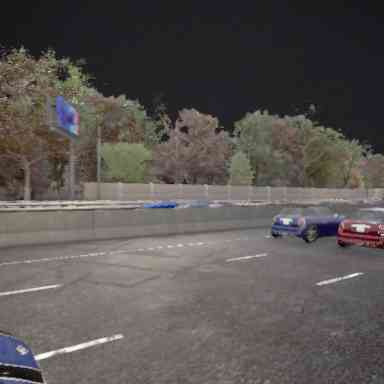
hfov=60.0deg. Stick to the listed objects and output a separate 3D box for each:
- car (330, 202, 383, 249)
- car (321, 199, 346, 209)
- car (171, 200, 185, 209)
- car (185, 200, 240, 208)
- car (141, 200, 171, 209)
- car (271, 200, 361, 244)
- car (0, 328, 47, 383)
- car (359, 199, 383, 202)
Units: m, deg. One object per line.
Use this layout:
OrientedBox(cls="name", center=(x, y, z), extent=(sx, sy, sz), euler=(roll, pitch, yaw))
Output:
OrientedBox(cls="car", center=(8.120, 1.448, 13.844), extent=(4.553, 1.767, 2.097), euler=(0, 0, -36))
OrientedBox(cls="car", center=(23.422, 1.957, 55.005), extent=(4.181, 1.385, 1.994), euler=(0, 0, -35))
OrientedBox(cls="car", center=(0.614, 1.490, 34.522), extent=(4.553, 1.767, 2.097), euler=(1, 0, -35))
OrientedBox(cls="car", center=(2.175, 1.621, 27.041), extent=(4.892, 1.490, 1.837), euler=(1, 0, -35))
OrientedBox(cls="car", center=(-3.159, 1.600, 36.131), extent=(5.008, 1.535, 1.882), euler=(0, 0, -35))
OrientedBox(cls="car", center=(6.110, 1.448, 16.709), extent=(4.553, 1.767, 2.097), euler=(1, 0, -36))
OrientedBox(cls="car", center=(-3.065, 1.341, 1.562), extent=(4.553, 1.767, 2.097), euler=(0, 0, -36))
OrientedBox(cls="car", center=(27.341, 1.892, 49.208), extent=(4.892, 1.490, 1.837), euler=(-2, 1, -35))
